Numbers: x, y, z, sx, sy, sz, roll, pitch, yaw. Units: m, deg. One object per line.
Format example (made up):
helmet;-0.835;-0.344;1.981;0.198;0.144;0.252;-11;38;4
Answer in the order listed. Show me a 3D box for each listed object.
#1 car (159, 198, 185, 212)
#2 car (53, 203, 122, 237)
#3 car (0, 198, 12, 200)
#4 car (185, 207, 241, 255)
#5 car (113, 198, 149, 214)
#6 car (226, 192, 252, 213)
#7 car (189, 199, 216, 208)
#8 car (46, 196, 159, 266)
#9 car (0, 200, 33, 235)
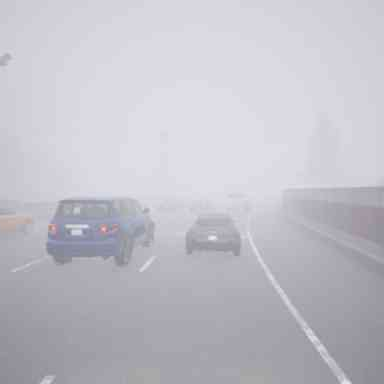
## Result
car;-2.123;1.351;35.269;1.994;1.385;4.181;0;0;15
car;-5.547;1.402;18.363;1.812;1.442;4.674;0;0;7
car;-17.900;1.266;30.178;2.128;1.511;4.902;0;0;12
car;0.871;1.489;13.069;1.994;1.385;4.181;0;0;5
car;-6.118;1.349;33.827;1.994;1.385;4.181;0;0;14
car;4.907;1.031;34.605;2.150;2.045;5.566;0;0;15
car;1.150;1.403;34.116;1.895;1.301;4.718;0;0;15
car;-2.825;1.146;11.498;2.150;2.045;5.566;0;0;5
car;-9.425;1.361;15.477;1.882;1.535;5.008;0;0;6
